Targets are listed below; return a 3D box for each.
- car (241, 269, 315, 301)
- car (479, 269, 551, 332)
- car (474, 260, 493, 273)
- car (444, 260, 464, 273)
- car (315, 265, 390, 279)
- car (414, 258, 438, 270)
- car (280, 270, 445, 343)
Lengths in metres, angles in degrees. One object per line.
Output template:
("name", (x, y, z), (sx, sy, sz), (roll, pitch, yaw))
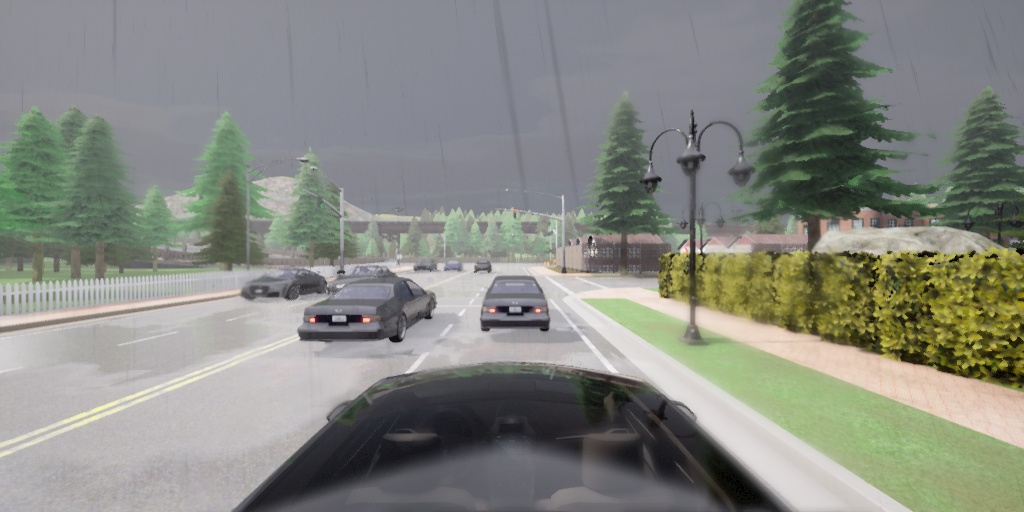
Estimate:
("car", (-10.598, 1.299, 17.035), (1.994, 1.385, 4.181), (0, 0, 0))
("car", (0.085, 1.289, 10.839), (2.033, 1.411, 5.357), (0, 0, 0))
("car", (-3.396, 1.202, 43.024), (2.128, 1.511, 4.902), (0, 0, 0))
("car", (-7.071, 1.236, 43.663), (1.812, 1.442, 4.674), (0, 0, 0))
("car", (-7.099, 1.227, 17.530), (2.128, 1.511, 4.902), (0, 0, 0))
("car", (-10.571, 1.062, 44.112), (2.097, 1.767, 4.553), (0, 0, 0))
("car", (-3.416, 1.290, 9.624), (2.033, 1.411, 5.357), (0, 0, 0))
